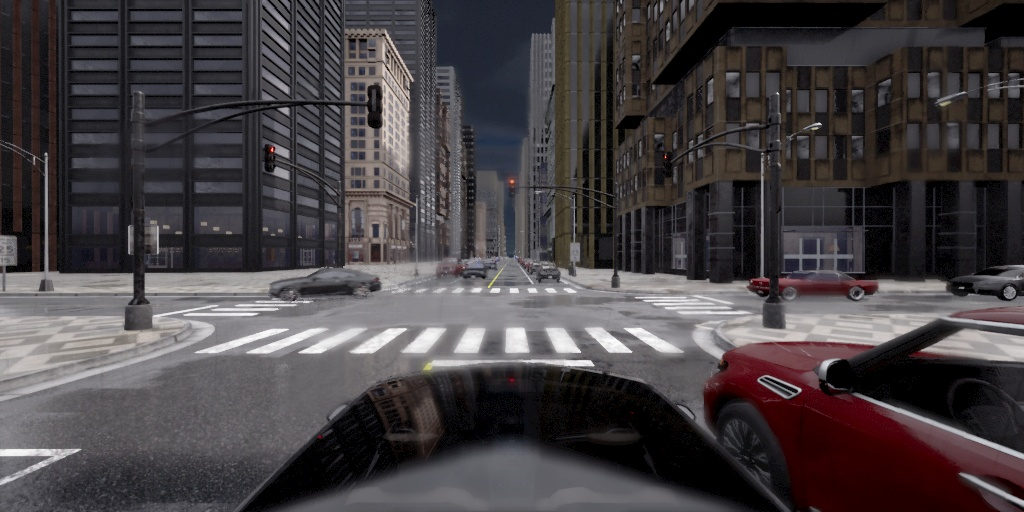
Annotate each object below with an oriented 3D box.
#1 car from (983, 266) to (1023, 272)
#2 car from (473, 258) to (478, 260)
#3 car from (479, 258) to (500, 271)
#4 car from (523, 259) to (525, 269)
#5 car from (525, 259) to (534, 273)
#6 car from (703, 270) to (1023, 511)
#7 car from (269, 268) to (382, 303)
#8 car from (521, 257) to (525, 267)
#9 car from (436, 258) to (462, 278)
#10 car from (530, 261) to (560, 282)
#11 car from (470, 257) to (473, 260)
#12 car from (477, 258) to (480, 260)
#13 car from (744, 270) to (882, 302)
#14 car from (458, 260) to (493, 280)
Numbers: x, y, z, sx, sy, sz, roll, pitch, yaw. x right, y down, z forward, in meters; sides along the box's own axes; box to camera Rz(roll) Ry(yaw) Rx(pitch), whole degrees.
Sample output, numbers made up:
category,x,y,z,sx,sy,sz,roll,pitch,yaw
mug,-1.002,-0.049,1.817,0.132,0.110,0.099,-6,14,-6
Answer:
category,x,y,z,sx,sy,sz,roll,pitch,yaw
car,22.961,1.197,16.388,4.892,1.490,1.837,0,0,0
car,-5.741,1.321,45.093,1.948,1.339,4.313,0,0,0
car,-3.064,1.321,48.821,1.994,1.385,4.181,0,0,0
car,2.785,1.300,45.097,1.888,1.381,4.507,0,0,0
car,2.782,1.304,39.456,2.007,1.370,4.403,0,0,0
car,2.762,1.065,1.202,2.192,1.841,5.009,0,0,0
car,-8.562,1.287,16.809,4.674,1.442,1.812,0,1,-28
car,2.790,1.199,56.378,1.967,1.591,4.097,0,0,0
car,-5.746,1.067,33.810,2.192,1.841,5.009,0,0,0
car,2.776,1.302,28.175,2.007,1.370,4.403,0,0,0
car,-5.743,1.193,39.452,1.967,1.591,4.097,0,0,0
car,-5.738,1.339,50.732,1.802,1.307,4.207,0,0,0
car,13.527,1.314,16.346,4.718,1.301,1.895,0,0,0
car,-3.084,1.299,31.397,2.033,1.411,5.357,0,0,0
